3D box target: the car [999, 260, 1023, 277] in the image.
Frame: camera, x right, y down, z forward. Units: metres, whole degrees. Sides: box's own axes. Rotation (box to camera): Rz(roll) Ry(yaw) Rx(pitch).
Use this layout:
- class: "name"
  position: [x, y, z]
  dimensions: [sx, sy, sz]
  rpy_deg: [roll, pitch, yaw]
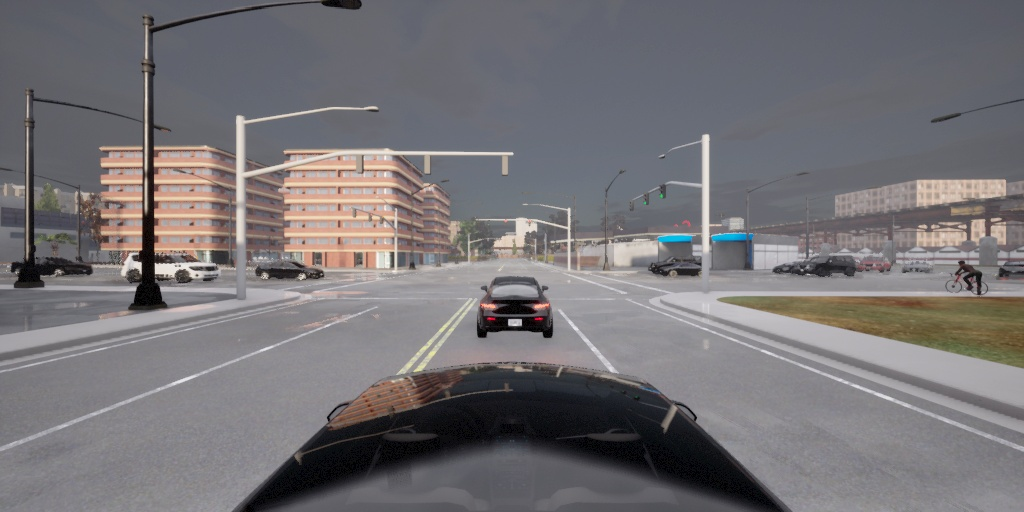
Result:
- class: "car"
  position: [47.797, 1.241, 33.834]
  dimensions: [4.902, 1.511, 2.128]
  rpy_deg: [0, 0, -30]

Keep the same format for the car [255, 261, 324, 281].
- class: "car"
  position: [-17.262, 1.165, 27.988]
  dimensions: [4.892, 1.490, 1.837]
  rpy_deg: [1, 0, 1]

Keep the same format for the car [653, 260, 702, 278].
- class: "car"
  position: [16.105, 1.314, 33.965]
  dimensions: [4.181, 1.385, 1.994]
  rpy_deg: [0, 0, 0]

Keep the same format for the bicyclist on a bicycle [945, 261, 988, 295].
- class: "bicyclist on a bicycle"
  position: [21.913, 1.050, 17.313]
  dimensions: [0.582, 1.620, 1.656]
  rpy_deg: [0, 0, 0]

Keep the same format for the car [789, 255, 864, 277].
- class: "car"
  position: [30.312, 0.964, 34.626]
  dimensions: [5.566, 2.045, 2.150]
  rpy_deg: [-1, 0, -11]

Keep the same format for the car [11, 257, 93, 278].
- class: "car"
  position: [-36.228, 0.857, 28.346]
  dimensions: [5.008, 1.535, 1.882]
  rpy_deg: [1, 0, 1]

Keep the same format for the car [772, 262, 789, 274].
- class: "car"
  position: [30.126, 1.314, 38.257]
  dimensions: [4.181, 1.385, 1.994]
  rpy_deg: [0, 0, -12]

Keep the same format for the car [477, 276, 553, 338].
- class: "car"
  position: [0.075, 1.276, 10.079]
  dimensions: [1.812, 1.442, 4.674]
  rpy_deg: [0, 0, 0]

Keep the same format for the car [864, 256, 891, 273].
- class: "car"
  position: [44.553, 1.061, 44.032]
  dimensions: [5.566, 2.045, 2.150]
  rpy_deg: [0, 0, -34]

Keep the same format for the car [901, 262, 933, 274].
- class: "car"
  position: [46.548, 1.361, 41.156]
  dimensions: [4.181, 1.385, 1.994]
  rpy_deg: [0, 0, -34]

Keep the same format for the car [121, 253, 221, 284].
- class: "car"
  position: [-23.296, 0.811, 24.599]
  dimensions: [5.566, 2.045, 2.150]
  rpy_deg: [1, 0, 1]

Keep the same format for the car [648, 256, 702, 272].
- class: "car"
  position: [17.194, 0.971, 37.399]
  dimensions: [5.566, 2.045, 2.150]
  rpy_deg: [0, 0, 1]
